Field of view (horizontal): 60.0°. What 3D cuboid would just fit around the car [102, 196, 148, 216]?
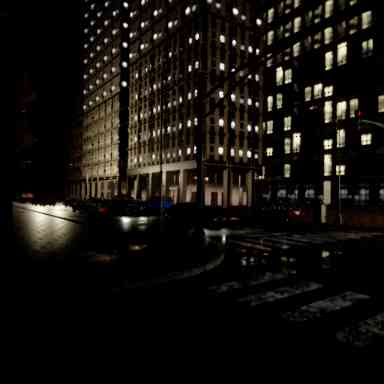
[{"bbox_3d":[-6.474,1.403,31.700,1.882,1.535,5.008,1,0,-35],"label":"car"}]

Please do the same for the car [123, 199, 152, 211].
[{"bbox_3d":[-7.029,1.575,42.515,2.008,1.369,4.403,1,-1,-35],"label":"car"}]

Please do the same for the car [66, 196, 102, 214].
[{"bbox_3d":[-10.613,1.421,33.067,2.008,1.369,4.403,1,-1,-35],"label":"car"}]

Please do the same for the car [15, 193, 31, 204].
[{"bbox_3d":[-30.165,1.149,60.749,2.192,1.841,5.009,1,-1,-35],"label":"car"}]

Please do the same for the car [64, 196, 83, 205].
[{"bbox_3d":[-20.166,1.477,56.449,1.812,1.442,4.674,1,-1,-35],"label":"car"}]

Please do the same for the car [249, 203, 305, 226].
[{"bbox_3d":[6.011,1.495,24.062,1.967,1.590,4.097,1,-1,-35],"label":"car"}]

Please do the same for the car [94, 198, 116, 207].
[{"bbox_3d":[-13.548,1.577,51.741,1.947,1.339,4.313,1,-1,-35],"label":"car"}]

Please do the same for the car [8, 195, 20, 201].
[{"bbox_3d":[-39.946,1.372,74.587,2.008,1.369,4.403,1,-1,-35],"label":"car"}]

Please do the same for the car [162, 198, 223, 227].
[{"bbox_3d":[0.004,1.419,22.525,1.882,1.535,5.008,1,-1,-35],"label":"car"}]

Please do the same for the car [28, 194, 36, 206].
[{"bbox_3d":[-23.650,1.426,51.520,1.802,1.307,4.206,1,-1,-35],"label":"car"}]

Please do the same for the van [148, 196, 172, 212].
[{"bbox_3d":[-3.766,1.372,37.903,1.690,1.788,3.998,1,-1,-35],"label":"van"}]

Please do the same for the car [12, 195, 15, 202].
[{"bbox_3d":[-36.687,1.391,69.974,1.947,1.339,4.313,1,-1,-35],"label":"car"}]

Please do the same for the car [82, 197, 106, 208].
[{"bbox_3d":[-14.183,1.468,48.072,1.837,1.490,4.892,1,-1,-35],"label":"car"}]

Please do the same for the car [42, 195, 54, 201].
[{"bbox_3d":[-36.363,1.560,84.035,1.802,1.307,4.206,1,-1,-35],"label":"car"}]

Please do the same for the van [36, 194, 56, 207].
[{"bbox_3d":[-20.387,1.191,46.909,1.690,1.788,3.998,1,-1,-35],"label":"van"}]

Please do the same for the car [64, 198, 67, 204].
[{"bbox_3d":[-15.705,1.453,44.836,2.033,1.411,5.357,1,-1,-35],"label":"car"}]
